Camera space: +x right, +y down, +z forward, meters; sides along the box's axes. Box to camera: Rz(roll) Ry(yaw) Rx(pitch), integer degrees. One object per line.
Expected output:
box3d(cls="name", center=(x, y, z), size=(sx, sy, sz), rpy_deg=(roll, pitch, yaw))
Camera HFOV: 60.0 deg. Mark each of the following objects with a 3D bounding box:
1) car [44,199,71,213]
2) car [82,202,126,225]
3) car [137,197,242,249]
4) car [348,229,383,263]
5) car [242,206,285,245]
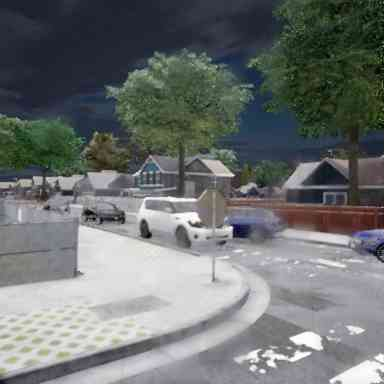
box3d(cls="car", center=(-14.497, 1.476, 35.722), size=(2.128, 1.511, 4.902), rpy_deg=(1, -1, -35))
box3d(cls="car", center=(-6.488, 1.491, 24.304), size=(1.882, 1.535, 5.008), rpy_deg=(1, -1, -35))
box3d(cls="car", center=(-0.549, 1.269, 15.285), size=(2.150, 2.045, 5.566), rpy_deg=(1, 0, -35))
box3d(cls="car", center=(8.056, 1.684, 11.732), size=(4.674, 1.442, 1.812), rpy_deg=(1, 0, 3))
box3d(cls="car", center=(2.133, 1.441, 16.401), size=(4.553, 1.767, 2.097), rpy_deg=(1, 0, 34))
